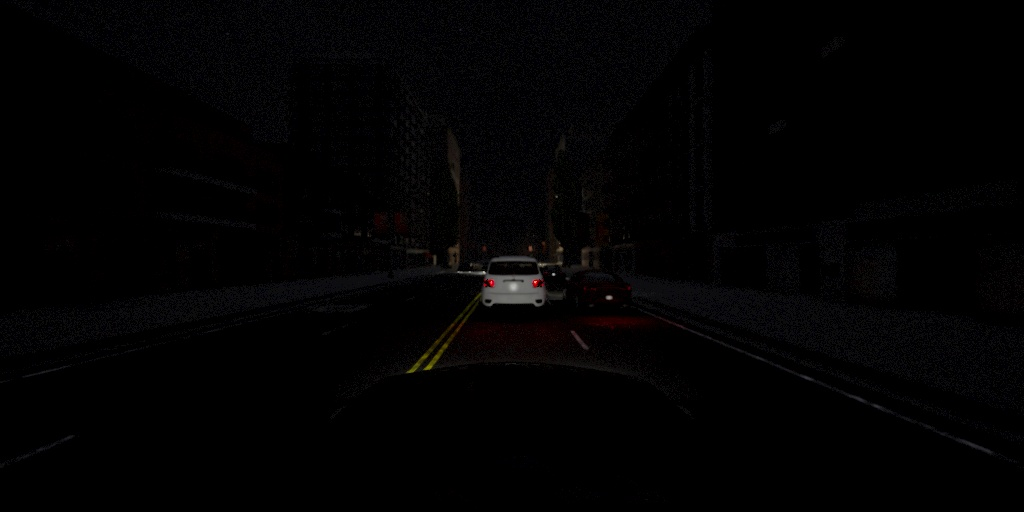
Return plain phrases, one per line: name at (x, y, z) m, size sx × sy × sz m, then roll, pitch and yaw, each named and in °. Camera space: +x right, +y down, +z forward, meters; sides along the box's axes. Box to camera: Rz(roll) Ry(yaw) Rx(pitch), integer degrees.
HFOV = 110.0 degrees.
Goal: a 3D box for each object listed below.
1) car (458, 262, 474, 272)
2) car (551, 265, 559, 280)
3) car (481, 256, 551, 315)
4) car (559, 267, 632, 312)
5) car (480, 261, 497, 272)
car at (-6.582, 1.499, 51.690) m, size 2.033 × 1.411 × 5.357 m, roll 0°, pitch 0°, yaw 0°
car at (3.325, 1.434, 30.523) m, size 1.994 × 1.385 × 4.181 m, roll 0°, pitch 0°, yaw 0°
car at (0.067, 1.026, 13.899) m, size 2.150 × 2.045 × 5.566 m, roll 0°, pitch 0°, yaw 0°
car at (3.317, 1.284, 14.689) m, size 1.882 × 1.535 × 5.008 m, roll 0°, pitch 0°, yaw 0°
car at (-3.329, 1.443, 51.679) m, size 2.128 × 1.511 × 4.902 m, roll 0°, pitch 0°, yaw 0°
